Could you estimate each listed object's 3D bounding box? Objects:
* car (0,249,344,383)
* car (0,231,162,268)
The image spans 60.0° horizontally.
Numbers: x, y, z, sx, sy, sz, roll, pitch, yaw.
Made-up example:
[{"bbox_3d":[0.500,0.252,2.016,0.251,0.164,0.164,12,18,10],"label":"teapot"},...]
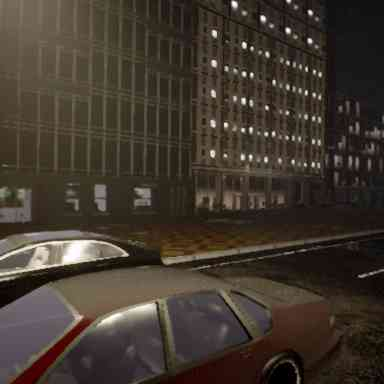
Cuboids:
[{"bbox_3d":[-0.725,1.538,3.146,5.357,1.411,2.033,0,0,-36],"label":"car"},{"bbox_3d":[-2.749,1.472,5.693,4.902,1.511,2.128,0,0,-36],"label":"car"}]
